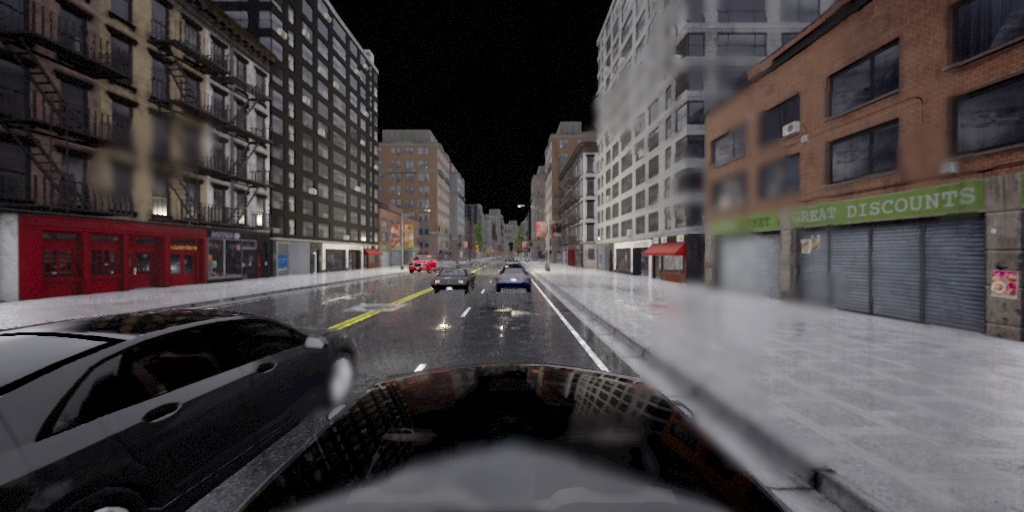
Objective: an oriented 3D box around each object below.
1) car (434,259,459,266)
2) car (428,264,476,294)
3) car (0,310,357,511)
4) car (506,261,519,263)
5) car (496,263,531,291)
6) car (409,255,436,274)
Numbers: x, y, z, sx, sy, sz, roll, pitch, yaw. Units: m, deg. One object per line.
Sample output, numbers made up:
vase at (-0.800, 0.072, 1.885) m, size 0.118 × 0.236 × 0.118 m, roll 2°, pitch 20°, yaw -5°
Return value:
car at (-6.602, 1.221, 38.376) m, size 1.837 × 1.490 × 4.892 m, roll 0°, pitch 0°, yaw 0°
car at (-3.155, 1.337, 20.337) m, size 1.895 × 1.301 × 4.718 m, roll 0°, pitch 0°, yaw 0°
car at (-3.150, 1.254, 3.271) m, size 1.837 × 1.490 × 4.892 m, roll 0°, pitch 0°, yaw 0°
car at (0.088, 1.221, 38.032) m, size 1.837 × 1.490 × 4.892 m, roll 0°, pitch 0°, yaw 0°
car at (0.093, 1.294, 21.607) m, size 1.994 × 1.385 × 4.181 m, roll 0°, pitch 0°, yaw 0°
car at (-9.853, 0.938, 40.204) m, size 2.150 × 2.045 × 5.566 m, roll 0°, pitch 0°, yaw 0°
